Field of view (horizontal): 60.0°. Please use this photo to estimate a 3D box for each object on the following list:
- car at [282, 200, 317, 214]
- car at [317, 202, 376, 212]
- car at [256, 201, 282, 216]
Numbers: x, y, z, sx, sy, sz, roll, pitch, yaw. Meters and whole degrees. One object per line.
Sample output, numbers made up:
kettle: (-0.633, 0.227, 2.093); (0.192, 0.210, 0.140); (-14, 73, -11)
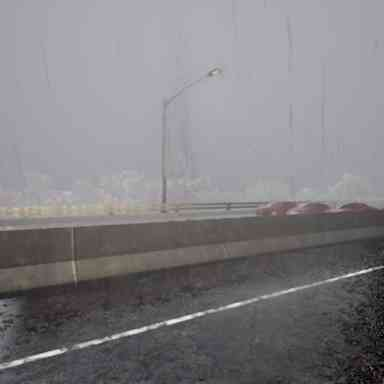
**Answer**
car: (10.098, 1.587, 28.157); (4.674, 1.442, 1.812); (0, 0, -35)
car: (12.066, 1.539, 25.262); (5.008, 1.535, 1.882); (0, 0, -35)
car: (8.158, 1.538, 31.070); (5.008, 1.535, 1.882); (0, 0, -35)
